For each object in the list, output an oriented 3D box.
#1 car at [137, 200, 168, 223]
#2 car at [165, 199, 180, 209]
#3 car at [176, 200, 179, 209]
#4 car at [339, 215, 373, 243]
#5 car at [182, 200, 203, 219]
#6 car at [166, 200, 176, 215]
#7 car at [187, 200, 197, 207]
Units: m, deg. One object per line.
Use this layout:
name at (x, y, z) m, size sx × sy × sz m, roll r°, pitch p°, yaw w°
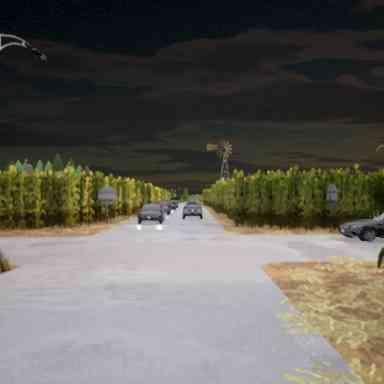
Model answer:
car at (-3.197, 1.659, 26.671) m, size 1.837 × 1.490 × 4.892 m, roll 0°, pitch -1°, yaw -1°
car at (-3.250, 2.027, 56.348) m, size 2.128 × 1.511 × 4.902 m, roll 0°, pitch -1°, yaw 1°
car at (-3.262, 1.844, 46.355) m, size 1.994 × 1.385 × 4.181 m, roll 0°, pitch -1°, yaw 0°
car at (9.665, 1.628, 16.193) m, size 4.674 × 1.442 × 1.812 m, roll 0°, pitch -1°, yaw 0°
car at (0.050, 1.738, 31.898) m, size 2.033 × 1.411 × 5.357 m, roll 0°, pitch 0°, yaw 0°
car at (-3.254, 1.681, 36.307) m, size 2.128 × 1.511 × 4.902 m, roll 0°, pitch 0°, yaw 0°
car at (-0.010, 2.328, 69.211) m, size 2.033 × 1.411 × 5.357 m, roll 0°, pitch -1°, yaw 0°
